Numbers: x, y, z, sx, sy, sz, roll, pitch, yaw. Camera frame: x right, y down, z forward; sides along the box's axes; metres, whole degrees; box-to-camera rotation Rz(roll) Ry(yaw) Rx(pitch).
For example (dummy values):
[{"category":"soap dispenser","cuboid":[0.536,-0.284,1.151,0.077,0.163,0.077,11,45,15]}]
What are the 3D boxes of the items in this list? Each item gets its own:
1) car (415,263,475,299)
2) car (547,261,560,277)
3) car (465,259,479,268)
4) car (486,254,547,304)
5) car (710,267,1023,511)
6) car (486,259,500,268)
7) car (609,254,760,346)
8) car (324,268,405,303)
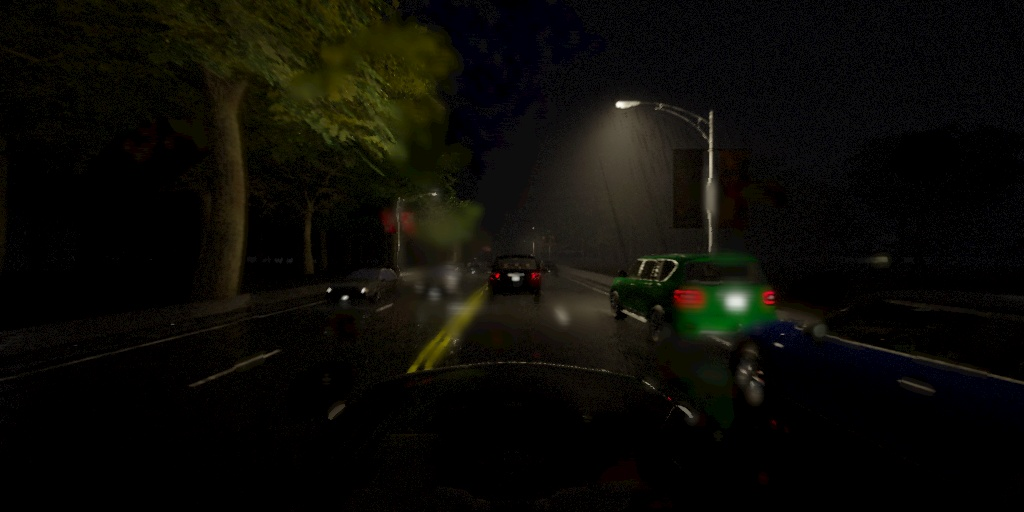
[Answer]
[{"category":"car","cuboid":[-3.295,1.256,17.934,2.033,1.411,5.357,0,0,0]},{"category":"car","cuboid":[3.423,1.214,34.204,1.837,1.490,4.892,0,0,1]},{"category":"car","cuboid":[-6.345,1.184,57.389,2.128,1.511,4.902,0,0,1]},{"category":"car","cuboid":[0.150,0.940,16.210,2.150,2.045,5.566,0,0,0]},{"category":"car","cuboid":[4.224,1.105,3.407,2.097,1.767,4.553,0,0,0]},{"category":"car","cuboid":[-3.086,1.262,58.678,1.994,1.385,4.181,0,0,1]},{"category":"car","cuboid":[4.249,0.964,9.466,2.150,2.045,5.566,0,0,0]},{"category":"car","cuboid":[-6.548,1.252,16.726,2.033,1.411,5.357,0,0,0]}]
